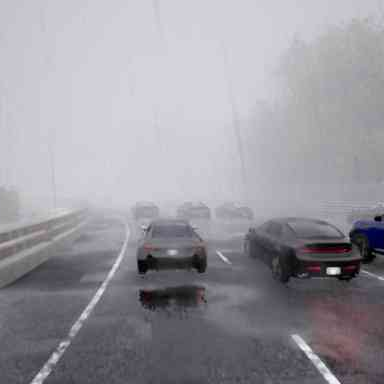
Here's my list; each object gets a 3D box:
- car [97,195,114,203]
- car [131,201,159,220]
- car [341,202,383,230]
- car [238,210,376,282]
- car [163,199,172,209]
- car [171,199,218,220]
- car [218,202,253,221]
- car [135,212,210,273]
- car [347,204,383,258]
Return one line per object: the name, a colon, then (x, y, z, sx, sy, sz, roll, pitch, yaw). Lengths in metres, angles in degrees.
car: (-18.464, 1.435, 70.694, 2.097, 1.767, 4.553, 0, 0, -40)
car: (-3.975, 1.496, 27.725, 1.882, 1.535, 5.008, 0, 0, -15)
car: (12.008, 1.450, 20.320, 2.128, 1.511, 4.902, 0, 0, -36)
car: (2.906, 1.494, 9.738, 1.837, 1.490, 4.892, 0, 0, -5)
car: (-2.327, 1.570, 44.245, 1.994, 1.385, 4.181, 0, 0, -25)
car: (0.060, 1.494, 26.099, 2.128, 1.511, 4.902, 0, 0, -14)
car: (3.412, 1.514, 27.081, 1.812, 1.442, 4.674, 0, 0, -14)
car: (-0.714, 1.568, 10.774, 1.994, 1.385, 4.181, 0, 0, -6)
car: (6.526, 1.197, 8.899, 2.150, 2.045, 5.566, 0, 0, -4)
